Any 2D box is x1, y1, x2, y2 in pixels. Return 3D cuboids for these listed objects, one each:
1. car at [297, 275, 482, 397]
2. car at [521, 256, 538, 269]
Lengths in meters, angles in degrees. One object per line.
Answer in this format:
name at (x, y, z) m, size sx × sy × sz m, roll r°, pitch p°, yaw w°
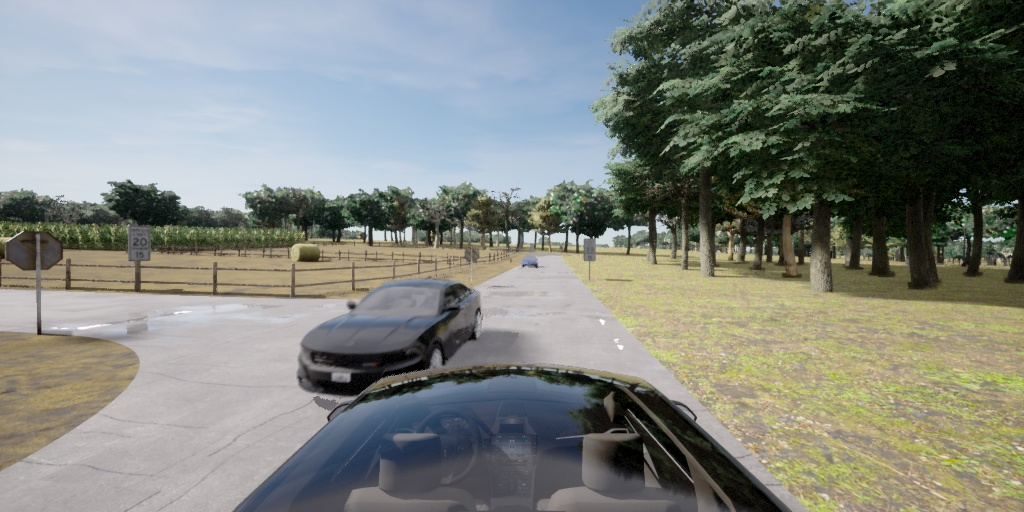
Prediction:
car at (-1.858, 1.197, 6.958) m, size 1.882 × 1.535 × 5.008 m, roll 0°, pitch 1°, yaw 6°
car at (2.129, 0.696, 42.386) m, size 1.812 × 1.442 × 4.674 m, roll 0°, pitch 1°, yaw 6°
